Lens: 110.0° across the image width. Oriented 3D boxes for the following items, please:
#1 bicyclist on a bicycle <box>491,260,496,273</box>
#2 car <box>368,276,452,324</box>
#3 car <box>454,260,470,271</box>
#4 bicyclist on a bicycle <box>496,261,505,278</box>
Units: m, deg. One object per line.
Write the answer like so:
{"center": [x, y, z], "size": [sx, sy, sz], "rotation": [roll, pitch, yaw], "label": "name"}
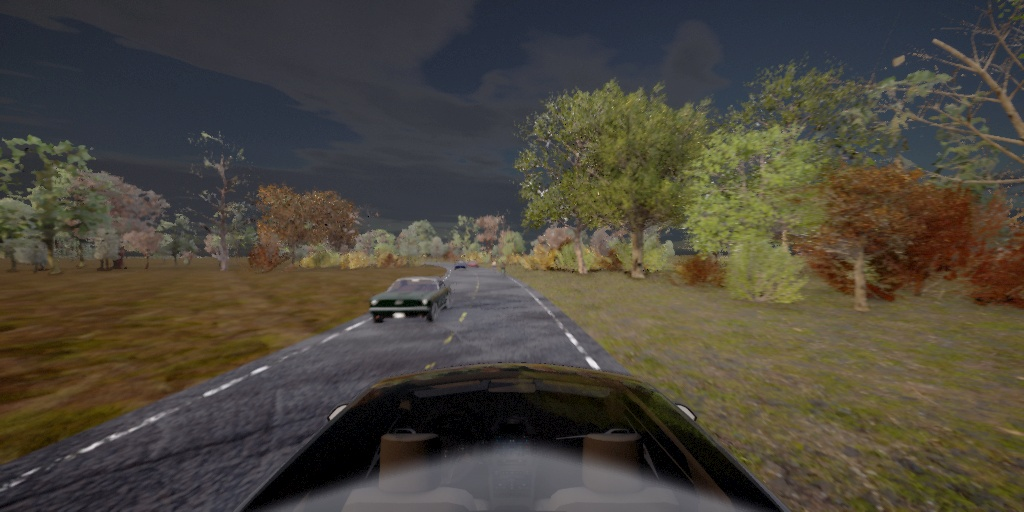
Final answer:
{"center": [-2.139, 1.285, 43.531], "size": [0.866, 1.612, 1.509], "rotation": [-1, 0, -8], "label": "bicyclist on a bicycle"}
{"center": [-3.298, 1.398, 12.428], "size": [1.895, 1.301, 4.718], "rotation": [0, 0, -2], "label": "car"}
{"center": [-7.793, 1.508, 54.187], "size": [1.895, 1.301, 4.718], "rotation": [0, 0, -10], "label": "car"}
{"center": [-0.850, 1.275, 33.424], "size": [0.582, 1.620, 1.656], "rotation": [-1, 0, -6], "label": "bicyclist on a bicycle"}
